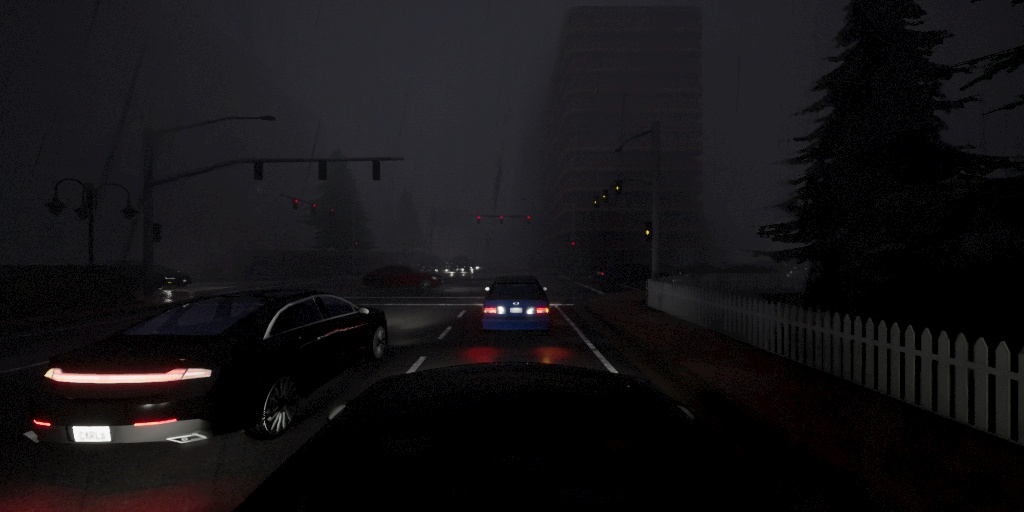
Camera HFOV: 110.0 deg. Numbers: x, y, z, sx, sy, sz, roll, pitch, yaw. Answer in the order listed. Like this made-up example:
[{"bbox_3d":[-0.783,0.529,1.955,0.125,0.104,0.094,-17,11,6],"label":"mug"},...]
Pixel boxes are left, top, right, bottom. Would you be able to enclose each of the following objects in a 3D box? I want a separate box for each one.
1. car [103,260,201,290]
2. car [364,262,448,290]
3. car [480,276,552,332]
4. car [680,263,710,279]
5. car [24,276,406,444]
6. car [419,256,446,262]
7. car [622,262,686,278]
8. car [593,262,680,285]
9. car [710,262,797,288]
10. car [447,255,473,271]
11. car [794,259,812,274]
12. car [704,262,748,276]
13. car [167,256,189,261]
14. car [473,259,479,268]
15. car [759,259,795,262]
[{"bbox_3d":[-21.884,1.198,21.296,4.892,1.490,1.837,1,0,0],"label":"car"},{"bbox_3d":[-6.472,1.259,21.396,4.674,1.442,1.812,0,0,0],"label":"car"},{"bbox_3d":[0.122,1.297,10.772,2.033,1.411,5.357,0,0,1],"label":"car"},{"bbox_3d":[15.888,1.259,30.549,4.181,1.385,1.994,0,0,-20],"label":"car"},{"bbox_3d":[-3.427,1.242,5.359,2.128,1.511,4.902,0,0,0],"label":"car"},{"bbox_3d":[-10.530,0.971,45.944,2.150,2.045,5.566,0,0,2],"label":"car"},{"bbox_3d":[13.154,1.242,33.374,5.357,1.411,2.033,0,0,-13],"label":"car"},{"bbox_3d":[8.539,1.240,25.283,5.357,1.411,2.033,0,0,-5],"label":"car"},{"bbox_3d":[15.430,1.258,22.983,4.181,1.385,1.994,0,0,-11],"label":"car"},{"bbox_3d":[-7.059,0.971,49.103,2.150,2.045,5.566,0,0,0],"label":"car"},{"bbox_3d":[32.357,0.916,40.552,2.150,2.045,5.566,0,0,43],"label":"car"},{"bbox_3d":[22.055,1.295,36.938,4.718,1.301,1.895,0,0,-30],"label":"car"},{"bbox_3d":[-25.722,1.047,24.773,4.553,1.767,2.097,0,0,0],"label":"car"},{"bbox_3d":[-7.026,1.255,58.914,1.837,1.490,4.892,0,0,0],"label":"car"},{"bbox_3d":[24.368,1.242,34.225,5.357,1.411,2.033,0,0,-31],"label":"car"}]
